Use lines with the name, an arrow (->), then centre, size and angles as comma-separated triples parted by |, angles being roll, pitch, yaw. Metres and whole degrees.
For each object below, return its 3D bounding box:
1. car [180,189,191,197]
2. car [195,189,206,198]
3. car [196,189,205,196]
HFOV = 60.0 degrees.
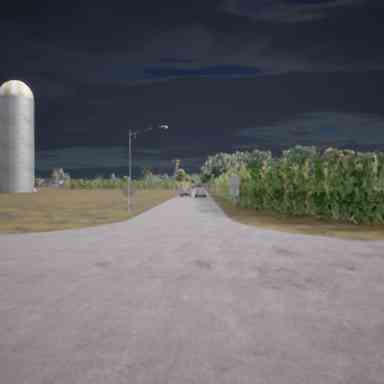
car -> -1.159, 0.216, 61.903 | 1.994, 1.385, 4.181 | 0, 1, 1
car -> 1.486, 0.309, 57.664 | 1.994, 1.385, 4.181 | 0, 1, 1
car -> 1.737, 0.134, 67.696 | 1.895, 1.301, 4.718 | 0, 1, 1
